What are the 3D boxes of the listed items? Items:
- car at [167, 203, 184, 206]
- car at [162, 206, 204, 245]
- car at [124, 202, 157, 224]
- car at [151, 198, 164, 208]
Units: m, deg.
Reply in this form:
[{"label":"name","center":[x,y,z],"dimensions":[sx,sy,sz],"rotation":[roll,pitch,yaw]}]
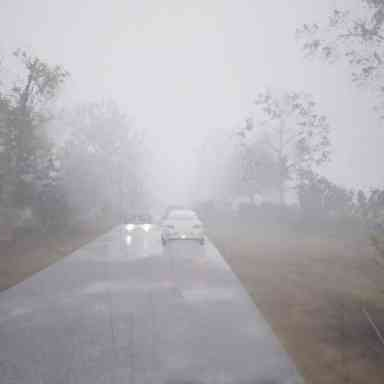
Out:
[{"label":"car","center":[-1.627,1.791,33.258],"dimensions":[1.994,1.385,4.181],"rotation":[0,-1,-4]},{"label":"car","center":[-0.458,1.586,15.820],"dimensions":[1.812,1.442,4.674],"rotation":[0,0,-3]},{"label":"car","center":[-4.045,1.700,25.893],"dimensions":[1.994,1.385,4.181],"rotation":[0,-1,-4]},{"label":"car","center":[-6.817,2.187,66.333],"dimensions":[2.150,2.045,5.566],"rotation":[0,-1,-4]}]
